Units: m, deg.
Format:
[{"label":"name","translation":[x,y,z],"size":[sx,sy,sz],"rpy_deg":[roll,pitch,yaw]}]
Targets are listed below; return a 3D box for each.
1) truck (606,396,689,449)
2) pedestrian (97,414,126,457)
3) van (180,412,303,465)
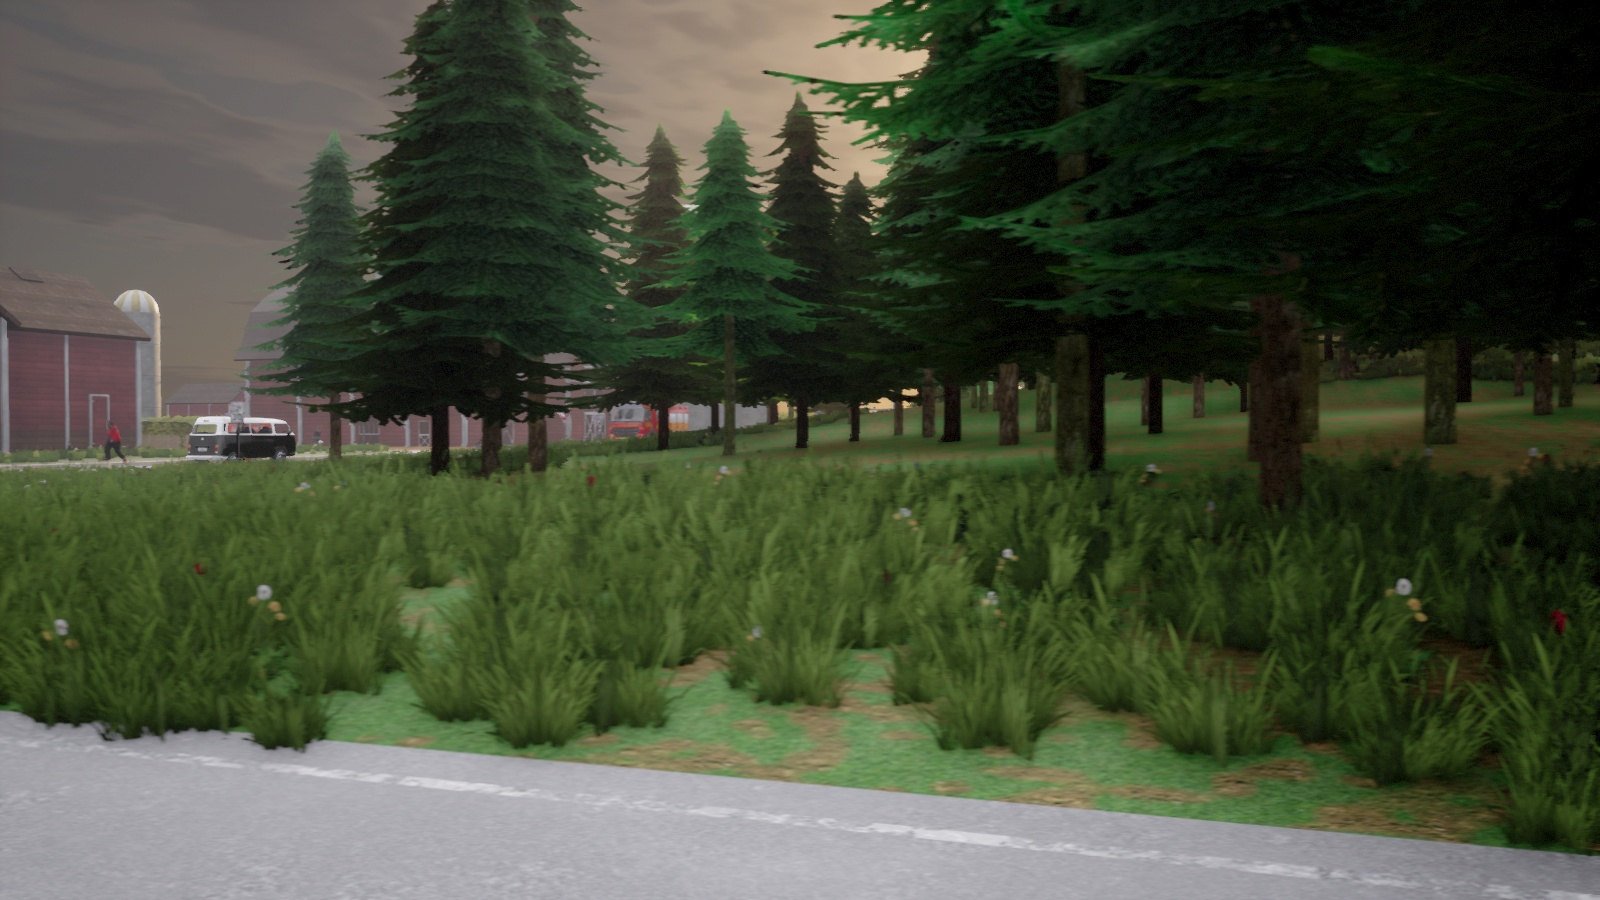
[{"label":"truck","translation":[-11.361,-2.035,94.523],"size":[2.891,3.827,8.468],"rpy_deg":[1,1,19]},{"label":"pedestrian","translation":[-30.002,-0.648,54.756],"size":[0.634,1.844,0.899],"rpy_deg":[1,1,31]},{"label":"van","translation":[-22.480,-0.487,50.739],"size":[2.069,2.038,4.480],"rpy_deg":[1,1,19]}]
